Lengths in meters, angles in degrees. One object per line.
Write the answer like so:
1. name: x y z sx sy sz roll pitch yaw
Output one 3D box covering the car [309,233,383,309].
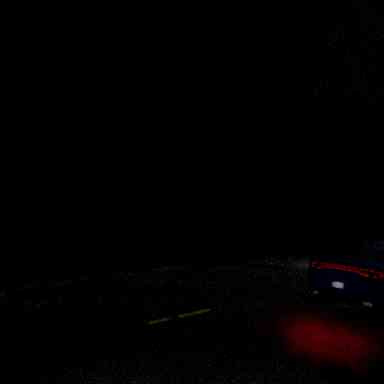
1. car: 5.065 1.980 8.674 5.008 1.535 1.882 4 -4 -38
